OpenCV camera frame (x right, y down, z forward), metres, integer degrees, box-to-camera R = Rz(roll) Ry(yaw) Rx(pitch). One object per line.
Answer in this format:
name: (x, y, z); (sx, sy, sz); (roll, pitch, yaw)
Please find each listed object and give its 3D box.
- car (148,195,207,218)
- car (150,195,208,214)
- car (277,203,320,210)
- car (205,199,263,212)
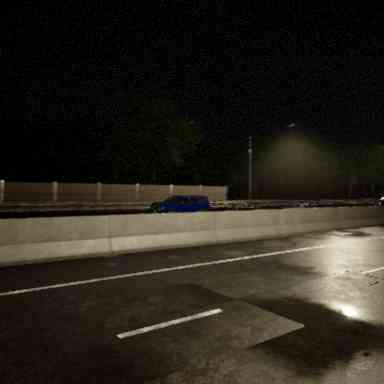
car: (-1.396, 1.353, 33.074); (5.566, 2.045, 2.150); (1, 0, -35)
car: (-0.822, 1.339, 29.187); (5.566, 2.045, 2.150); (1, 0, -35)
car: (8.674, 1.658, 27.348); (4.902, 1.511, 2.128); (0, 0, -35)
car: (3.936, 1.634, 28.276); (4.902, 1.511, 2.128); (1, 0, -35)
